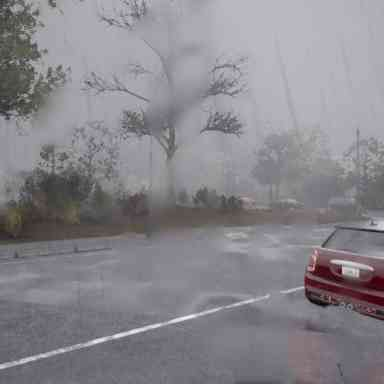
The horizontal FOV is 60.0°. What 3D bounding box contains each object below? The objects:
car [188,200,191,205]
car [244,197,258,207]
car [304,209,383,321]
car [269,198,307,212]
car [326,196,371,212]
[{"bbox_3d":[-0.282,1.736,63.552,2.033,1.411,5.357,0,-1,-22],"label":"car"},{"bbox_3d":[8.450,1.544,52.644,1.882,1.535,5.008,0,0,-26],"label":"car"},{"bbox_3d":[4.396,1.351,6.747,4.553,1.767,2.097,0,0,-34],"label":"car"},{"bbox_3d":[11.288,1.483,39.465,1.882,1.535,5.008,0,0,-28],"label":"car"},{"bbox_3d":[17.020,1.349,36.322,2.097,1.767,4.553,0,0,-30],"label":"car"}]
